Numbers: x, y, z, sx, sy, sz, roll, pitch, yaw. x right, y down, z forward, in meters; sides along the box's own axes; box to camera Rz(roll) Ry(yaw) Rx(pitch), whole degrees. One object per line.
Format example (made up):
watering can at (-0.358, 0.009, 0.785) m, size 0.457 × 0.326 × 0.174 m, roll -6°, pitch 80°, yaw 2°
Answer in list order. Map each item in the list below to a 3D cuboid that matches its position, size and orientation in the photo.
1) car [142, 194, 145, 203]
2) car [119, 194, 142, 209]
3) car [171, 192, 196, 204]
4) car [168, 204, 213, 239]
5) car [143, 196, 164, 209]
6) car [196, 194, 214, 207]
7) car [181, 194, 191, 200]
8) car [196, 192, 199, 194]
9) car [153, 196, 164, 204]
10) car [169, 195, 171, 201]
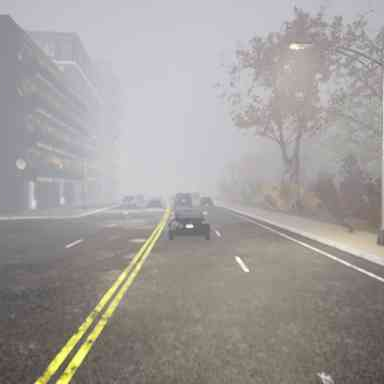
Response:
car at (-9.265, 1.161, 59.781) m, size 2.097 × 1.767 × 4.553 m, roll 0°, pitch 0°, yaw -4°
car at (-7.982, 1.223, 42.225) m, size 2.097 × 1.767 × 4.553 m, roll 0°, pitch 0°, yaw -4°
car at (-1.111, 1.097, 39.472) m, size 2.150 × 2.045 × 5.566 m, roll 0°, pitch 0°, yaw -3°
car at (-0.160, 1.512, 16.995) m, size 1.994 × 1.385 × 4.181 m, roll 0°, pitch 0°, yaw -1°
car at (-4.742, 1.432, 42.469) m, size 1.994 × 1.385 × 4.181 m, roll 0°, pitch 0°, yaw -4°
car at (1.792, 1.359, 44.992) m, size 1.837 × 1.490 × 4.892 m, roll 0°, pitch 0°, yaw -4°
car at (-1.498, 1.274, 79.955) m, size 1.994 × 1.385 × 4.181 m, roll 0°, pitch 0°, yaw -7°
car at (0.340, 1.007, 63.152) m, size 2.150 × 2.045 × 5.566 m, roll 0°, pitch 0°, yaw -5°
car at (-6.045, 1.368, 60.249) m, size 1.994 × 1.385 × 4.181 m, roll 0°, pitch 0°, yaw -4°
car at (-4.195, 1.223, 74.909) m, size 1.882 × 1.535 × 5.008 m, roll 0°, pitch 0°, yaw -6°
